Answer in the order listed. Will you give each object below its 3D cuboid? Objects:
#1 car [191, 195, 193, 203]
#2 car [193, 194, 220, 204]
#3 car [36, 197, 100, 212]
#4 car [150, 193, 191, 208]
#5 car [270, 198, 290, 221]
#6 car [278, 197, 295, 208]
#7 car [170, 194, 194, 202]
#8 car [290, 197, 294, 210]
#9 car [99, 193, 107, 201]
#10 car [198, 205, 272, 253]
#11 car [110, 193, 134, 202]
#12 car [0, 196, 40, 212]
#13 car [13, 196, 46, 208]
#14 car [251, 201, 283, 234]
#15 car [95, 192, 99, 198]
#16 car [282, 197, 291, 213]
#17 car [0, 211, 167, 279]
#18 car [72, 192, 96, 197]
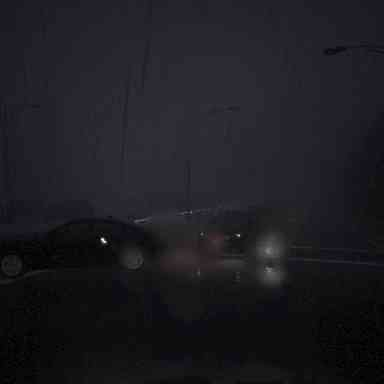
[{"bbox_3d":[-2.376,1.052,44.644,3.866,1.878,1.905,0,0,19],"label":"car"},{"bbox_3d":[1.727,1.125,56.763,5.027,1.636,2.152,0,0,19],"label":"car"},{"bbox_3d":[-9.006,1.356,24.201,3.633,1.501,1.845,0,0,19],"label":"car"},{"bbox_3d":[-2.917,1.074,41.759,4.605,1.855,1.932,0,0,19],"label":"car"},{"bbox_3d":[5.901,1.475,24.927,2.128,1.511,4.902,0,0,19],"label":"car"},{"bbox_3d":[13.596,1.468,47.653,2.128,1.511,4.902,0,0,19],"label":"car"},{"bbox_3d":[-2.024,1.257,68.675,4.514,1.523,2.007,0,0,19],"label":"car"},{"bbox_3d":[9.830,1.544,36.525,1.994,1.385,4.181,0,0,19],"label":"car"},{"bbox_3d":[-20.131,1.014,70.946,3.866,1.878,1.905,0,0,19],"label":"car"},{"bbox_3d":[1.832,1.514,13.876,1.812,1.442,4.674,0,0,24],"label":"car"},{"bbox_3d":[-13.732,1.045,65.310,4.605,1.855,1.932,0,0,19],"label":"car"},{"bbox_3d":[-15.079,1.356,29.404,3.806,1.475,1.970,0,0,19],"label":"car"},{"bbox_3d":[-21.645,1.273,44.288,3.633,1.501,1.845,0,0,19],"label":"car"},{"bbox_3d":[3.984,1.490,19.282,1.837,1.490,4.892,0,0,19],"label":"car"},{"bbox_3d":[-21.776,1.298,67.993,3.806,1.475,1.970,0,0,19],"label":"car"},{"bbox_3d":[7.785,1.487,30.488,1.837,1.490,4.892,0,0,19],"label":"car"},{"bbox_3d":[-3.271,1.475,9.857,5.008,1.535,1.882,0,0,-15],"label":"car"},{"bbox_3d":[-18.401,1.249,53.739,4.514,1.523,2.007,0,0,19],"label":"car"}]
